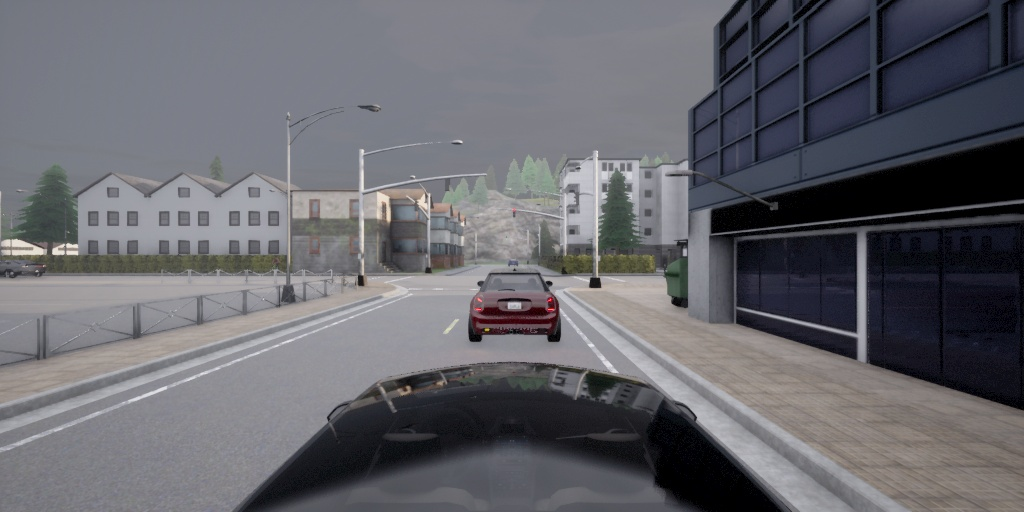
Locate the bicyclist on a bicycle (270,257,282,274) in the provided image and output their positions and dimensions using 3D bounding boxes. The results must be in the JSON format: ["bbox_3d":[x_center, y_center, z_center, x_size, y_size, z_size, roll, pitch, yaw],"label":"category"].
[{"bbox_3d":[-22.226,0.874,33.761,0.582,1.620,1.656,0,0,0],"label":"bicyclist on a bicycle"}]

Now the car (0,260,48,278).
[{"bbox_3d":[-42.115,1.065,30.001,4.902,1.511,2.128,0,0,0],"label":"car"}]

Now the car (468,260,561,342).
[{"bbox_3d":[0.081,1.102,9.928,2.097,1.767,4.553,0,0,1],"label":"car"}]
